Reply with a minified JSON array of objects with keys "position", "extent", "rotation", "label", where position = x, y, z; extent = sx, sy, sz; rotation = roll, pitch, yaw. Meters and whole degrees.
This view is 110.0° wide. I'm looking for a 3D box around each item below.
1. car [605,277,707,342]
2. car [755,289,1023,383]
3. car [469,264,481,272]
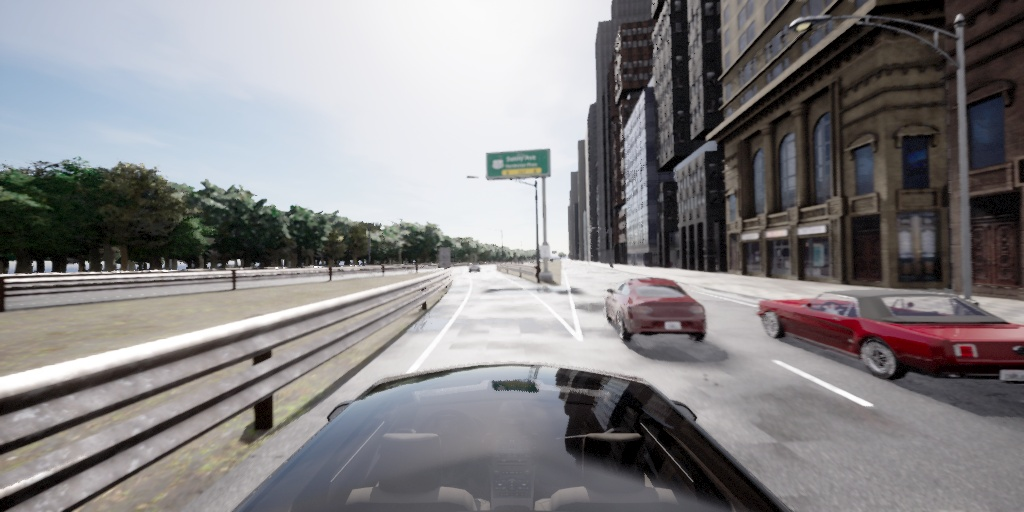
[{"position":[3.653,1.302,9.741],"extent":[1.812,1.442,4.674],"rotation":[-1,-1,8],"label":"car"},{"position":[6.785,1.275,6.834],"extent":[1.895,1.301,4.718],"rotation":[-1,-1,8],"label":"car"},{"position":[-6.095,1.956,58.213],"extent":[1.895,1.301,4.718],"rotation":[-1,-1,-8],"label":"car"}]
